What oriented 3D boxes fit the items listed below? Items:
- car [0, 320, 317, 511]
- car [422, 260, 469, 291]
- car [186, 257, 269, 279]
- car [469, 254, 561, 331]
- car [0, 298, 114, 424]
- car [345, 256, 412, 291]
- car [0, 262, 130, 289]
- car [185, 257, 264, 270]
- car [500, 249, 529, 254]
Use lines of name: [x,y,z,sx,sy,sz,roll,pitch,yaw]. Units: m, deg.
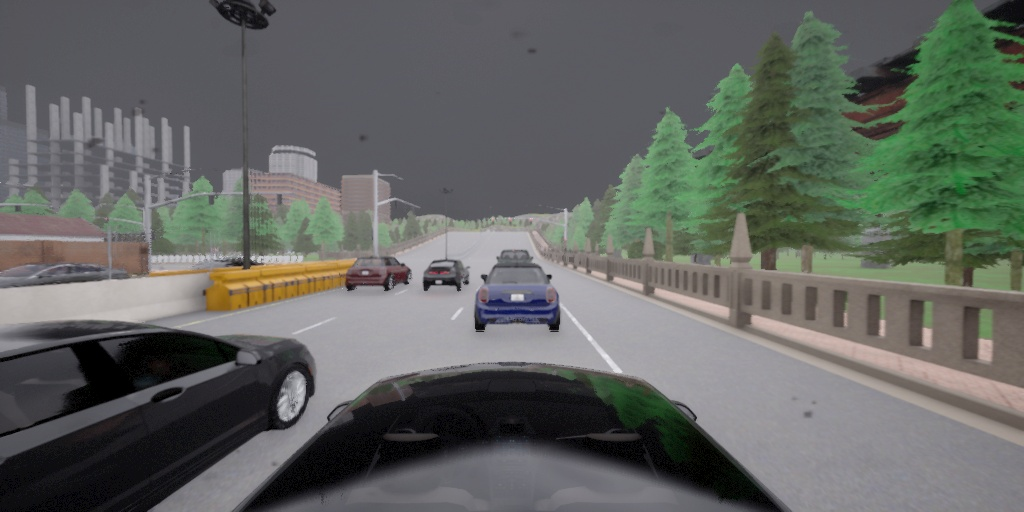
car: [-3.397,1.235,2.595,1.837,1.490,4.892,0,1,0]
car: [-3.339,0.918,18.825,1.837,1.490,4.892,0,1,0]
car: [-20.918,0.805,26.772,2.033,1.411,5.357,0,1,-2]
car: [0.130,0.931,10.435,2.097,1.767,4.553,0,1,0]
car: [-6.896,1.325,2.978,1.895,1.301,4.718,0,1,0]
car: [-6.838,0.765,18.872,2.097,1.767,4.553,0,1,0]
car: [-17.548,1.009,13.494,2.128,1.511,4.902,0,1,0]
car: [-14.024,0.949,17.276,1.837,1.490,4.892,0,1,0]
car: [0.174,0.570,22.263,2.150,2.045,5.566,0,1,0]
